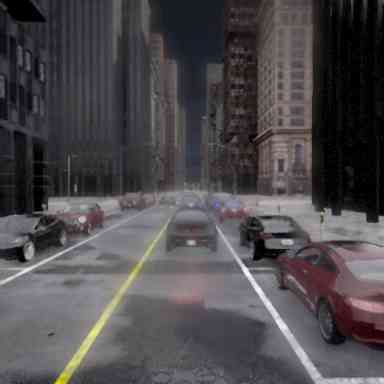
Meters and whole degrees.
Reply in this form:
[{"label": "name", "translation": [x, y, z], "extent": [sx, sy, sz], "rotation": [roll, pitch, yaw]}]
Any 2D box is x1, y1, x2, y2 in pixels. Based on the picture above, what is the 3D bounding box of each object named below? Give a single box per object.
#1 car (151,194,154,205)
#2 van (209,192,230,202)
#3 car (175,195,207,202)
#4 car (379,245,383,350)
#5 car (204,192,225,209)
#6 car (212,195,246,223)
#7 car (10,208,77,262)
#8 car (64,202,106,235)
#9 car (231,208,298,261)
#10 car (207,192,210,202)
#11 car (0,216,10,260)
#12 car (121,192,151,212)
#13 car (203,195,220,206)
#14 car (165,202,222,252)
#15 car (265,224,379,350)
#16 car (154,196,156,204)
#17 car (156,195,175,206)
[{"label": "car", "translation": [-5.913, 1.123, 39.406], "extent": [1.752, 1.417, 4.829], "rotation": [0, 1, 0]}, {"label": "van", "translation": [2.653, 1.049, 28.404], "extent": [1.690, 1.788, 3.998], "rotation": [0, 1, 0]}, {"label": "car", "translation": [-0.059, 1.062, 28.141], "extent": [2.097, 1.767, 4.553], "rotation": [0, 1, 0]}, {"label": "car", "translation": [2.757, 1.309, 0.397], "extent": [2.192, 1.841, 5.009], "rotation": [0, 1, 0]}, {"label": "car", "translation": [2.611, 0.909, 39.607], "extent": [2.192, 1.841, 5.009], "rotation": [0, 1, 0]}, {"label": "car", "translation": [2.674, 1.205, 22.804], "extent": [1.967, 1.590, 4.097], "rotation": [0, 1, 0]}, {"label": "car", "translation": [-5.809, 1.447, 11.567], "extent": [1.947, 1.339, 4.313], "rotation": [0, 1, 0]}, {"label": "car", "translation": [-5.830, 1.264, 17.167], "extent": [1.967, 1.590, 4.097], "rotation": [0, 1, 0]}, {"label": "car", "translation": [2.717, 1.445, 11.602], "extent": [1.947, 1.339, 4.313], "rotation": [0, 1, 0]}, {"label": "car", "translation": [2.632, 1.091, 34.006], "extent": [1.967, 1.590, 4.097], "rotation": [0, 1, 0]}, {"label": "car", "translation": [-5.789, 1.253, 5.963], "extent": [2.192, 1.841, 5.009], "rotation": [0, 1, 0]}, {"label": "car", "translation": [-5.893, 0.967, 33.972], "extent": [2.192, 1.841, 5.009], "rotation": [0, 1, 0]}, {"label": "car", "translation": [2.591, 1.088, 45.211], "extent": [2.008, 1.369, 4.403], "rotation": [0, 1, 0]}, {"label": "car", "translation": [-0.001, 1.368, 13.282], "extent": [1.837, 1.490, 4.892], "rotation": [0, 1, 0]}, {"label": "car", "translation": [2.738, 1.518, 6.001], "extent": [1.802, 1.307, 4.206], "rotation": [0, 1, 0]}, {"label": "car", "translation": [-5.935, 0.979, 45.177], "extent": [1.967, 1.590, 4.097], "rotation": [0, 1, 0]}, {"label": "car", "translation": [-3.212, 1.117, 43.803], "extent": [1.994, 1.385, 4.181], "rotation": [0, 0, 0]}]
